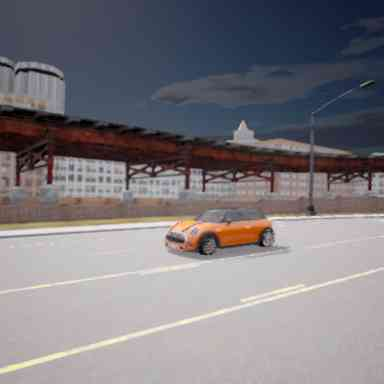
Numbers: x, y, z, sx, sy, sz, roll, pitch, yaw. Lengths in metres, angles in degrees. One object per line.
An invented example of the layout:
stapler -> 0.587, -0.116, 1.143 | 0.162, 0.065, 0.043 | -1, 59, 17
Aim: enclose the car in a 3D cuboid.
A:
car -> 1.177, 1.398, 13.374 | 4.553, 1.767, 2.097 | 0, 0, -35
